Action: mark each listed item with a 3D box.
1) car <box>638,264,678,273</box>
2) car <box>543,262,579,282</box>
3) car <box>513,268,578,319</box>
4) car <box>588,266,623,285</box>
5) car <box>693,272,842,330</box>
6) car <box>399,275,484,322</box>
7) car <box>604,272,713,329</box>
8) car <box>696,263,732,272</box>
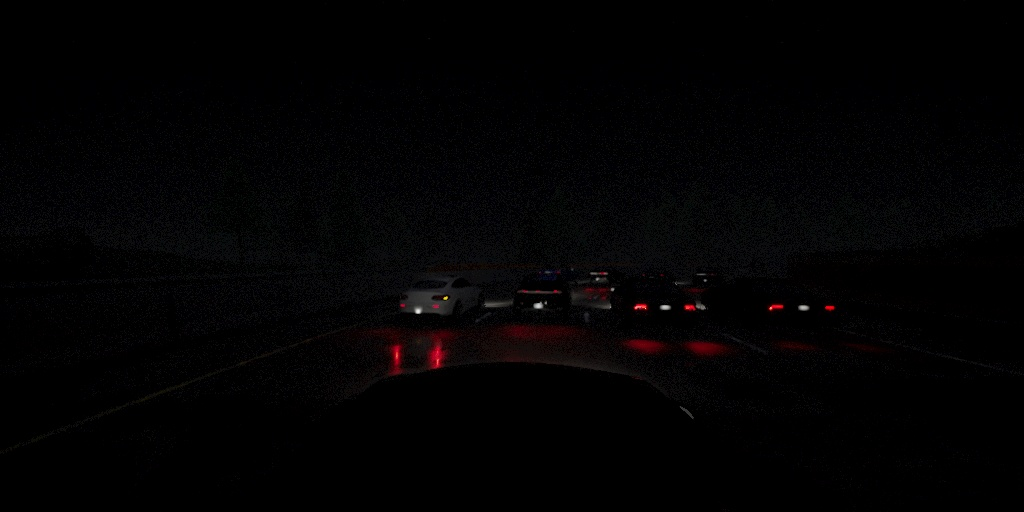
[{"bbox_3d":[11.608,1.604,28.363,1.994,1.385,4.181,-1,-1,35],"label":"car"},{"bbox_3d":[3.876,1.401,29.294,2.097,1.767,4.553,0,-1,30],"label":"car"},{"bbox_3d":[1.298,1.374,13.613,2.128,1.511,4.902,0,-1,11],"label":"car"},{"bbox_3d":[7.707,1.538,28.866,2.128,1.511,4.902,-1,-1,32],"label":"car"},{"bbox_3d":[7.918,1.407,11.637,2.033,1.411,5.357,0,-1,10],"label":"car"},{"bbox_3d":[-2.385,1.399,12.893,1.812,1.442,4.674,0,0,10],"label":"car"},{"bbox_3d":[4.386,1.409,11.744,2.033,1.411,5.357,0,-1,10],"label":"car"},{"bbox_3d":[15.006,1.519,27.141,2.128,1.511,4.902,-1,-1,36],"label":"car"}]
